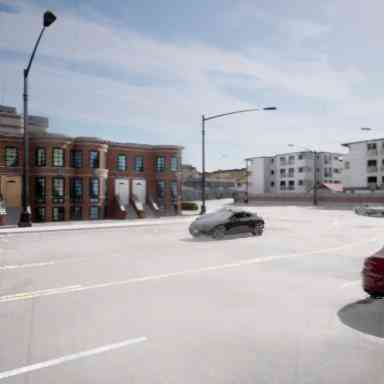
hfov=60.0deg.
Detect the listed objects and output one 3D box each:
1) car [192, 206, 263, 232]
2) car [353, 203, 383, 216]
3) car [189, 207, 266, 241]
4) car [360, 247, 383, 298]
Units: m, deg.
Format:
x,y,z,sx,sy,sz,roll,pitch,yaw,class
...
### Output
x,y,z,sx,sy,sz,roll,pitch,yaw,class
2.573,1.744,22.995,2.033,1.411,5.357,-1,-1,44,car
19.369,1.873,36.254,1.895,1.301,4.718,0,0,5,car
2.018,1.678,17.823,4.674,1.442,1.812,0,0,-38,car
5.542,1.579,7.377,4.674,1.442,1.812,0,-1,-36,car
